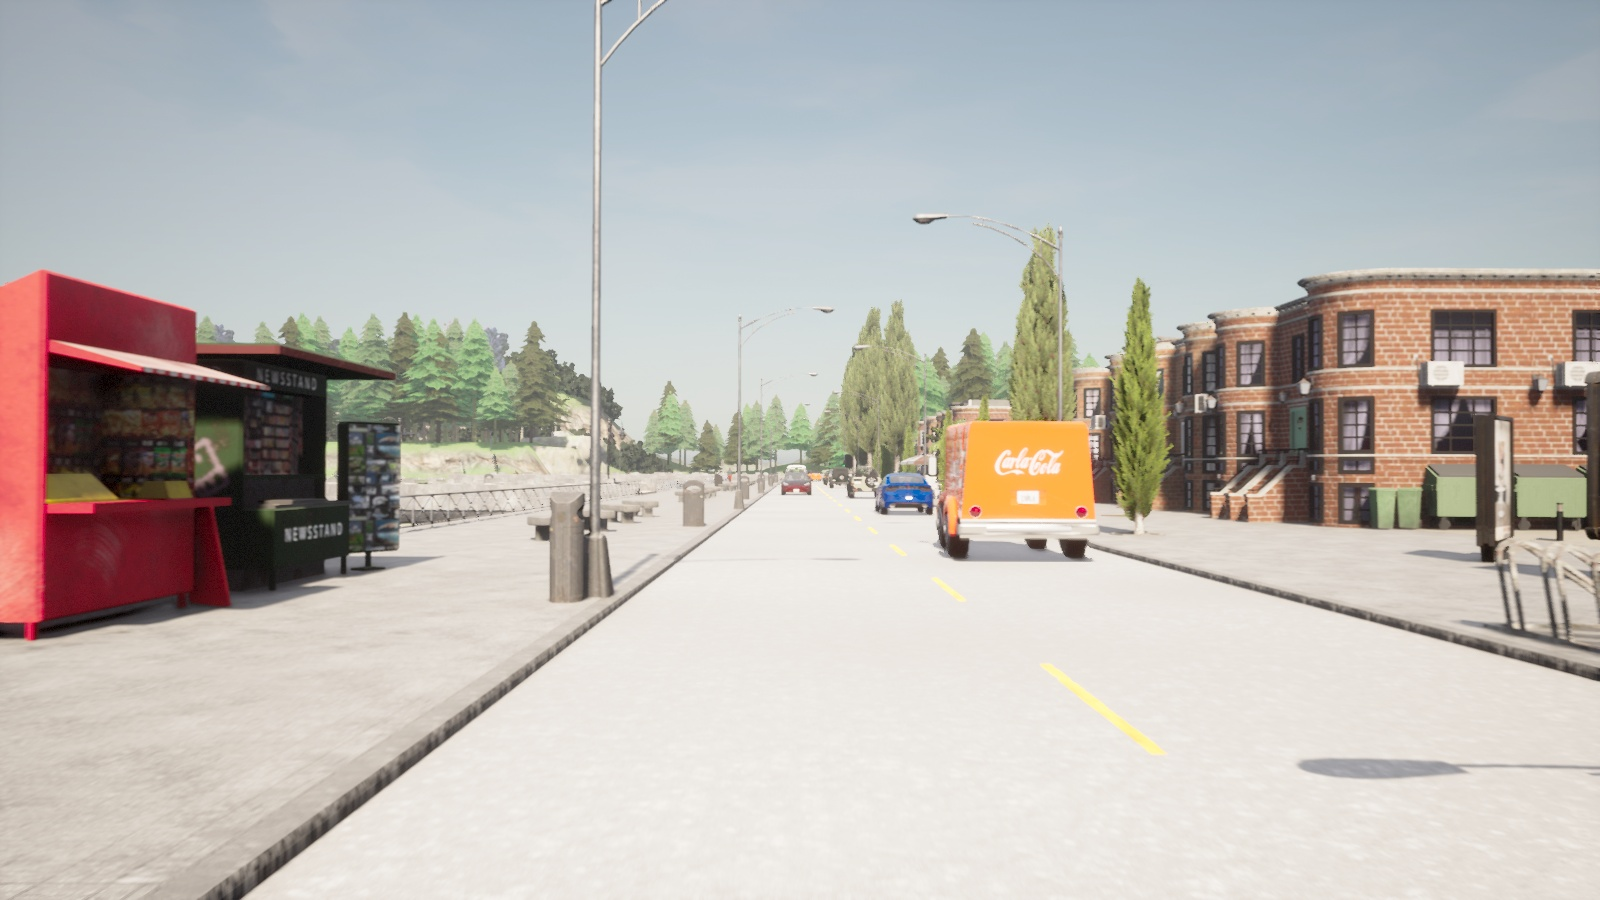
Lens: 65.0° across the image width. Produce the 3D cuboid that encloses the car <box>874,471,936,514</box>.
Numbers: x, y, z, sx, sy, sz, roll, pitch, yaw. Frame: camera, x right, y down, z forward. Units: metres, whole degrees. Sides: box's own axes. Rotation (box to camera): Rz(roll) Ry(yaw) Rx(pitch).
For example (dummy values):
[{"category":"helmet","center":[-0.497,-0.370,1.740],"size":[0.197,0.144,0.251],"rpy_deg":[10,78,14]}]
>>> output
[{"category":"car","center":[3.876,1.568,47.241],"size":[1.882,1.535,5.008],"rpy_deg":[0,-1,0]}]

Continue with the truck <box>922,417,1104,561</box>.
[{"category":"truck","center":[3.934,0.719,24.308],"size":[2.627,2.467,5.204],"rpy_deg":[0,-1,0]}]

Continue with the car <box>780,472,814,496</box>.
[{"category":"car","center":[-0.212,2.184,81.741],"size":[2.163,1.488,4.792],"rpy_deg":[0,-1,0]}]

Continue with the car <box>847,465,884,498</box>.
[{"category":"car","center":[3.807,1.852,73.841],"size":[1.932,1.855,4.605],"rpy_deg":[0,-1,0]}]
